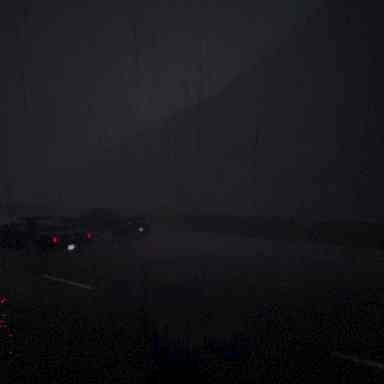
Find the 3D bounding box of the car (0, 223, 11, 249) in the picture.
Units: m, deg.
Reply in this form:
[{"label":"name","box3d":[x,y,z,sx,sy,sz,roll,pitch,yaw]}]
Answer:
[{"label":"car","box3d":[-7.170,1.463,9.105,4.892,1.490,1.837,0,0,35]}]

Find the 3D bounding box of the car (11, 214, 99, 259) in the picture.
[{"label":"car","box3d":[-5.866,1.555,12.475,4.718,1.301,1.895,0,0,35]}]

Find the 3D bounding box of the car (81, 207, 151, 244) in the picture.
[{"label":"car","box3d":[-4.176,1.430,15.568,5.008,1.535,1.882,0,0,35]}]
